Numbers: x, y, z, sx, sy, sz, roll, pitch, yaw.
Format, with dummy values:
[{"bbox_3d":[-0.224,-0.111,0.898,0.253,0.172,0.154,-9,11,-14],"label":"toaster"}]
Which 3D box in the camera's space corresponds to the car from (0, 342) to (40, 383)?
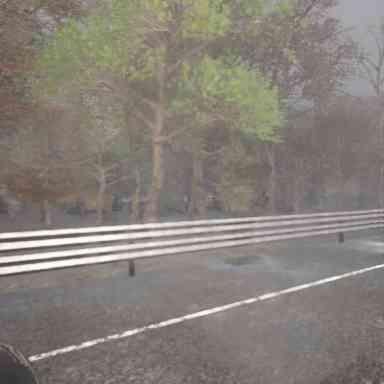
[{"bbox_3d":[-3.254,1.503,1.427,4.892,1.490,1.837,0,0,-35],"label":"car"}]
